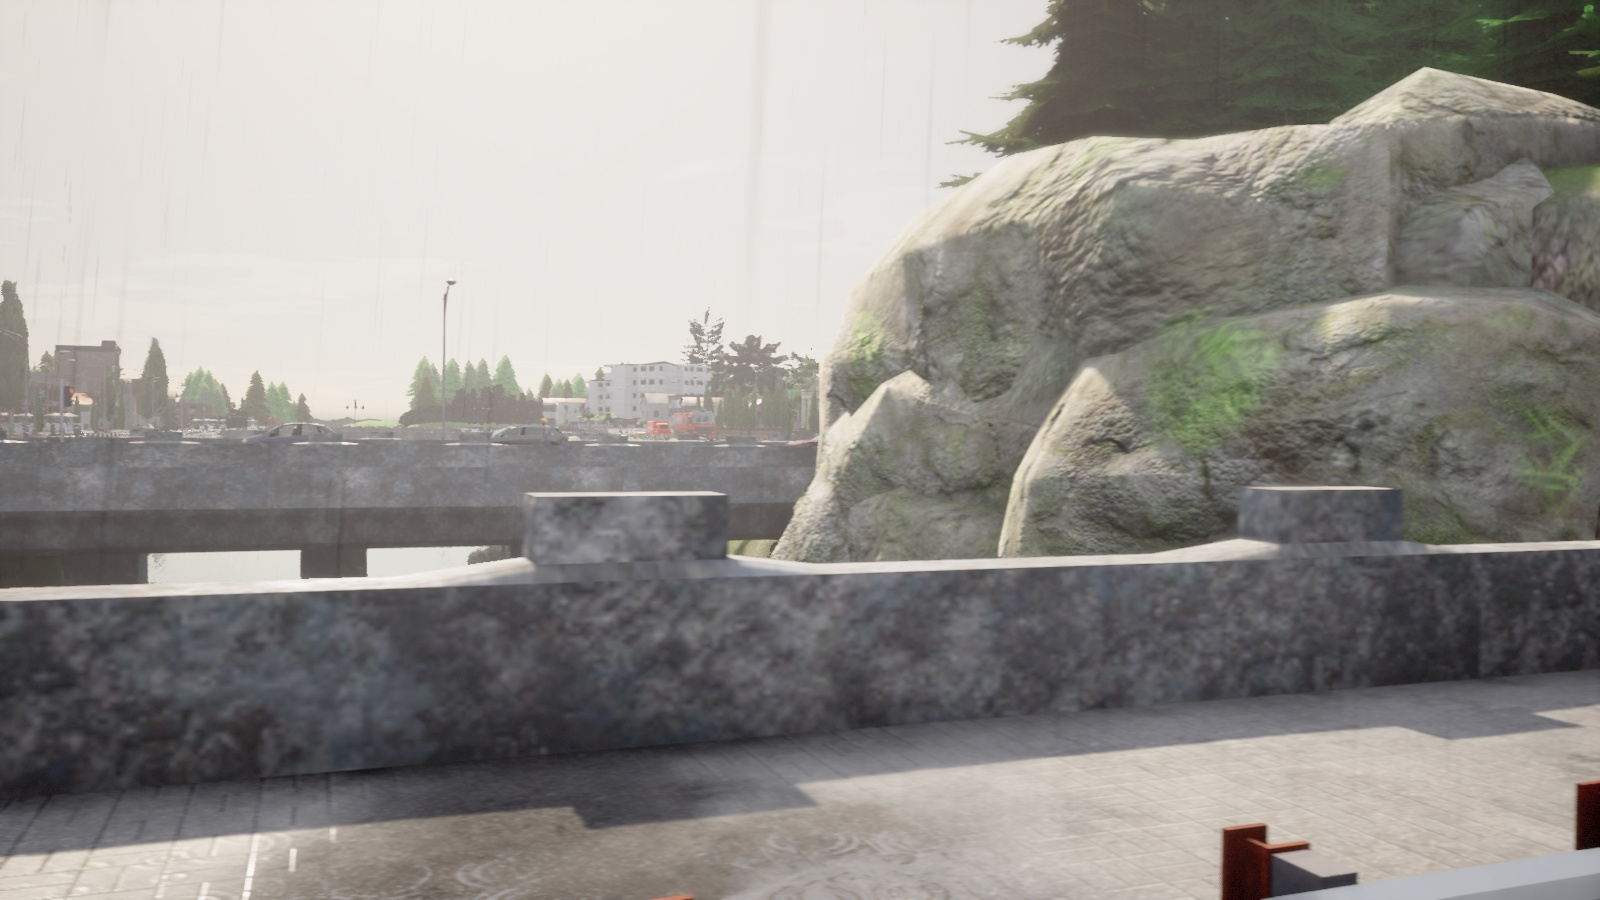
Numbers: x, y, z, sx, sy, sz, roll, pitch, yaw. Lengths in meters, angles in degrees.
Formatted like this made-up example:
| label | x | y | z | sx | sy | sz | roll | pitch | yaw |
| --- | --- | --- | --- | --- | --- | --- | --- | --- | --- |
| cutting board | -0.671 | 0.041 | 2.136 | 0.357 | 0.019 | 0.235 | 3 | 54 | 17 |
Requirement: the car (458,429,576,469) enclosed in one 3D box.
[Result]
| label | x | y | z | sx | sy | sz | roll | pitch | yaw |
| --- | --- | --- | --- | --- | --- | --- | --- | --- | --- |
| car | -12.665 | -0.051 | 56.188 | 4.856 | 1.649 | 2.033 | -1 | 1 | -21 |

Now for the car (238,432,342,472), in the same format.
| label | x | y | z | sx | sy | sz | roll | pitch | yaw |
| --- | --- | --- | --- | --- | --- | --- | --- | --- | --- |
| car | -21.417 | 0.067 | 52.876 | 3.988 | 1.617 | 1.851 | -1 | 1 | -21 |

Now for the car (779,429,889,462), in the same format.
| label | x | y | z | sx | sy | sz | roll | pitch | yaw |
| --- | --- | --- | --- | --- | --- | --- | --- | --- | --- |
| car | 1.676 | -0.245 | 61.603 | 5.008 | 1.535 | 1.882 | -1 | 1 | -20 |

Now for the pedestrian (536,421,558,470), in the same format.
| label | x | y | z | sx | sy | sz | roll | pitch | yaw |
| --- | --- | --- | --- | --- | --- | --- | --- | --- | --- |
| pedestrian | -9.560 | -0.161 | 47.453 | 0.706 | 1.836 | 0.354 | -1 | 1 | -23 |
